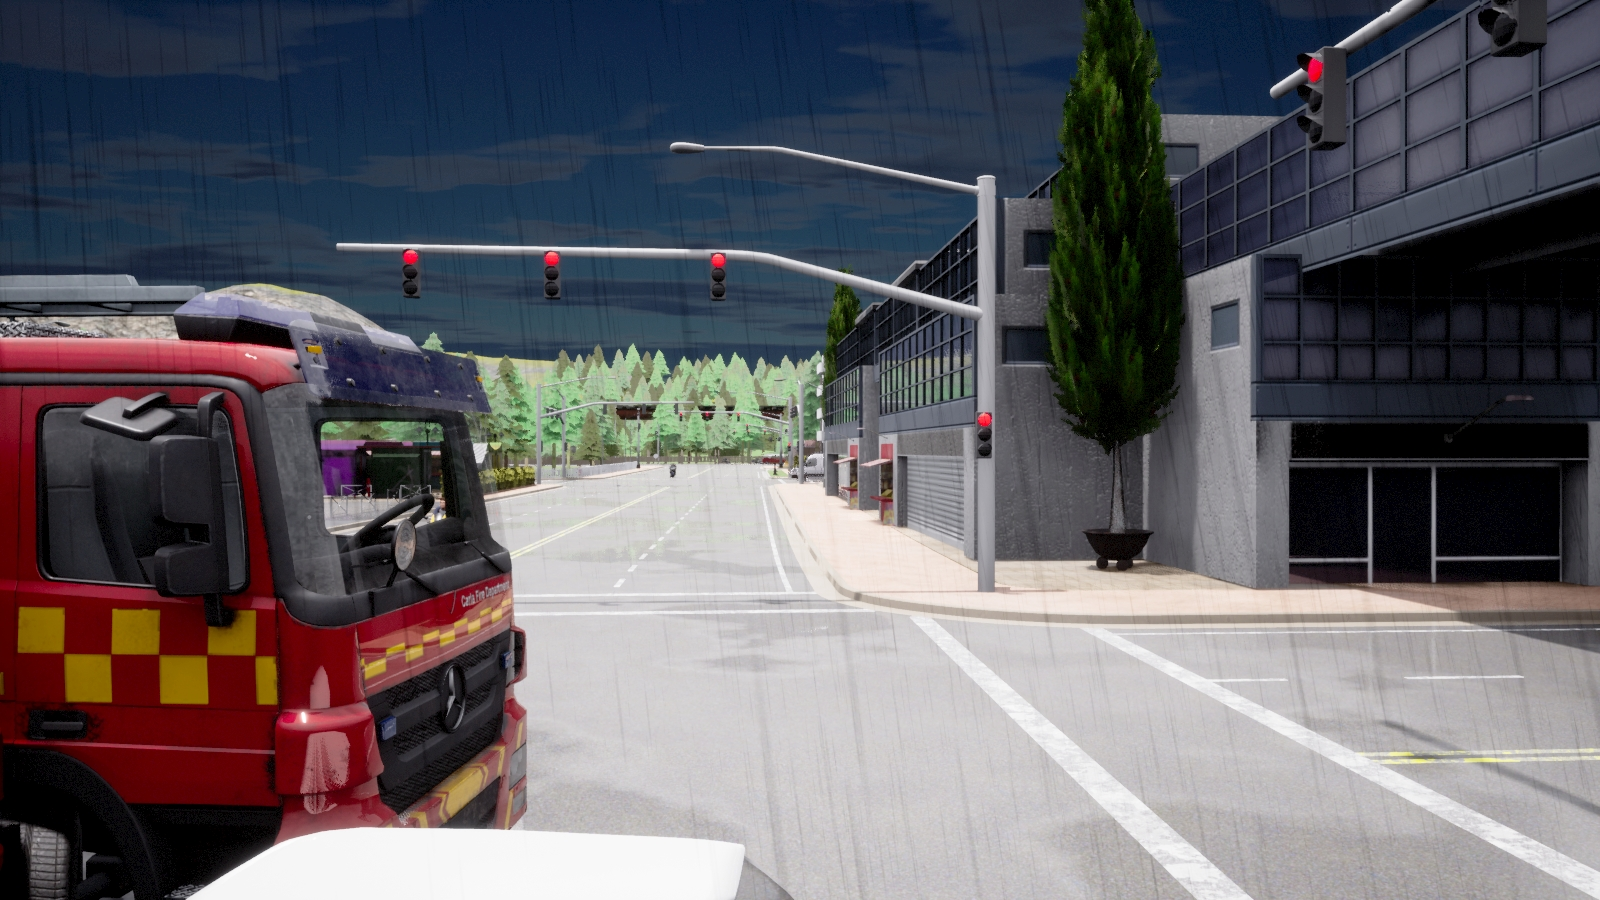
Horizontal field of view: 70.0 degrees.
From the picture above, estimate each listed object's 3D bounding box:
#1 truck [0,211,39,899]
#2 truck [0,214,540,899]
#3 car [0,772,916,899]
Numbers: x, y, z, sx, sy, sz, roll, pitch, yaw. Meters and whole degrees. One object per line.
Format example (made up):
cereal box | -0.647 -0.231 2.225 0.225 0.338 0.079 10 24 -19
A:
truck | -7.587 0.890 3.490 8.468 3.827 2.891 0 0 -3
truck | -6.102 0.890 6.659 8.468 3.827 2.891 0 0 4
car | -1.549 2.065 3.579 3.806 1.475 1.970 0 0 5
